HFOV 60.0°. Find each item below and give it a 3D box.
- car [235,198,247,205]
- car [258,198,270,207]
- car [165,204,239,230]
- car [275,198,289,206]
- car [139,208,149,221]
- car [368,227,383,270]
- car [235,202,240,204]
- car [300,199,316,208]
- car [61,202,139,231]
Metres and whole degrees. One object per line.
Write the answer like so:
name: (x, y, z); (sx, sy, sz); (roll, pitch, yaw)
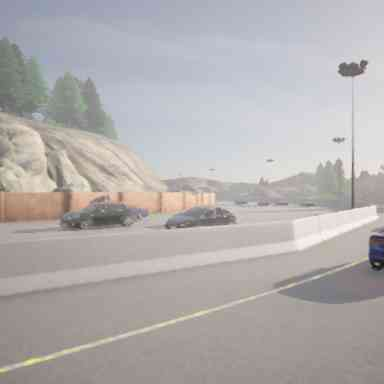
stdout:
car: (9.923, 1.888, 66.956); (1.882, 1.535, 5.008); (0, 0, 0)
car: (12.810, 1.831, 59.265); (1.837, 1.490, 4.892); (0, 0, 8)
car: (0.615, 1.610, 18.855); (1.837, 1.490, 4.892); (0, 0, 44)
car: (16.671, 1.897, 61.734); (2.033, 1.411, 5.357); (0, 0, 6)
car: (-5.979, 1.702, 26.990); (2.033, 1.411, 5.357); (0, 0, 43)
car: (7.161, 1.532, 10.323); (5.008, 1.535, 1.882); (0, 0, -44)
car: (0.955, 1.683, 24.288); (2.033, 1.411, 5.357); (0, 0, 41)
car: (19.439, 1.845, 55.910); (2.033, 1.411, 5.357); (0, 0, 11)
car: (-6.193, 1.478, 21.958); (4.553, 1.767, 2.097); (0, -1, -44)
